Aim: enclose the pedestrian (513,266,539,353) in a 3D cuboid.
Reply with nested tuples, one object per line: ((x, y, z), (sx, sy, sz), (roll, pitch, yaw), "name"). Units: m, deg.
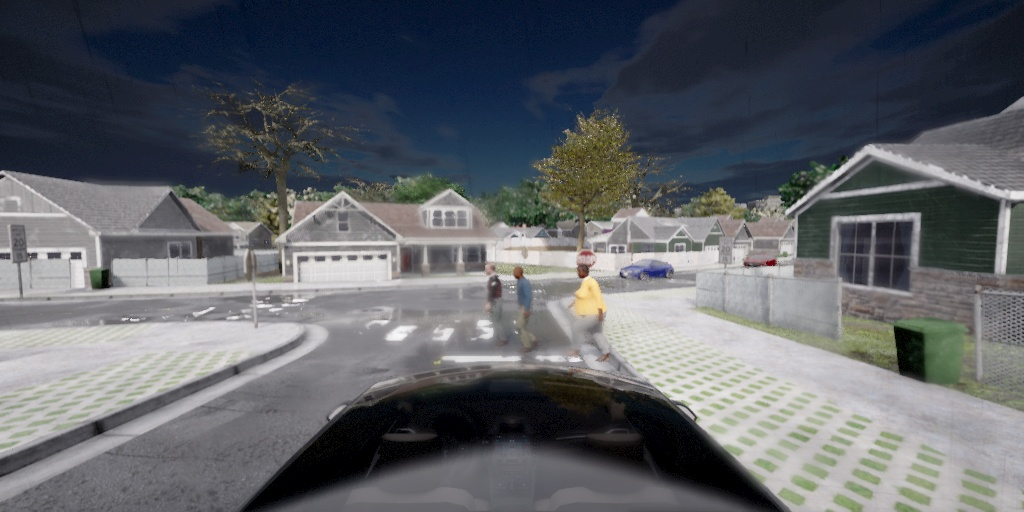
((0.249, 1.027, 7.252), (0.375, 1.860, 0.375), (-3, 3, 0), "pedestrian")

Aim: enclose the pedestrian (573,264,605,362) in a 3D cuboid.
((1.392, 1.029, 6.589), (0.375, 1.860, 0.375), (-3, 3, 0), "pedestrian")

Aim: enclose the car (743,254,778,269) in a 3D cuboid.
((25.757, 0.547, 37.128), (5.008, 1.535, 1.882), (-2, 4, -38), "car")

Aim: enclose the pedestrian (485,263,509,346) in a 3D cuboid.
((-0.346, 1.026, 7.787), (0.375, 1.860, 0.375), (-3, 3, 0), "pedestrian")

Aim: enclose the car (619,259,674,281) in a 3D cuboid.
((9.980, 0.970, 26.360), (4.674, 1.442, 1.812), (-1, 3, -31), "car")
